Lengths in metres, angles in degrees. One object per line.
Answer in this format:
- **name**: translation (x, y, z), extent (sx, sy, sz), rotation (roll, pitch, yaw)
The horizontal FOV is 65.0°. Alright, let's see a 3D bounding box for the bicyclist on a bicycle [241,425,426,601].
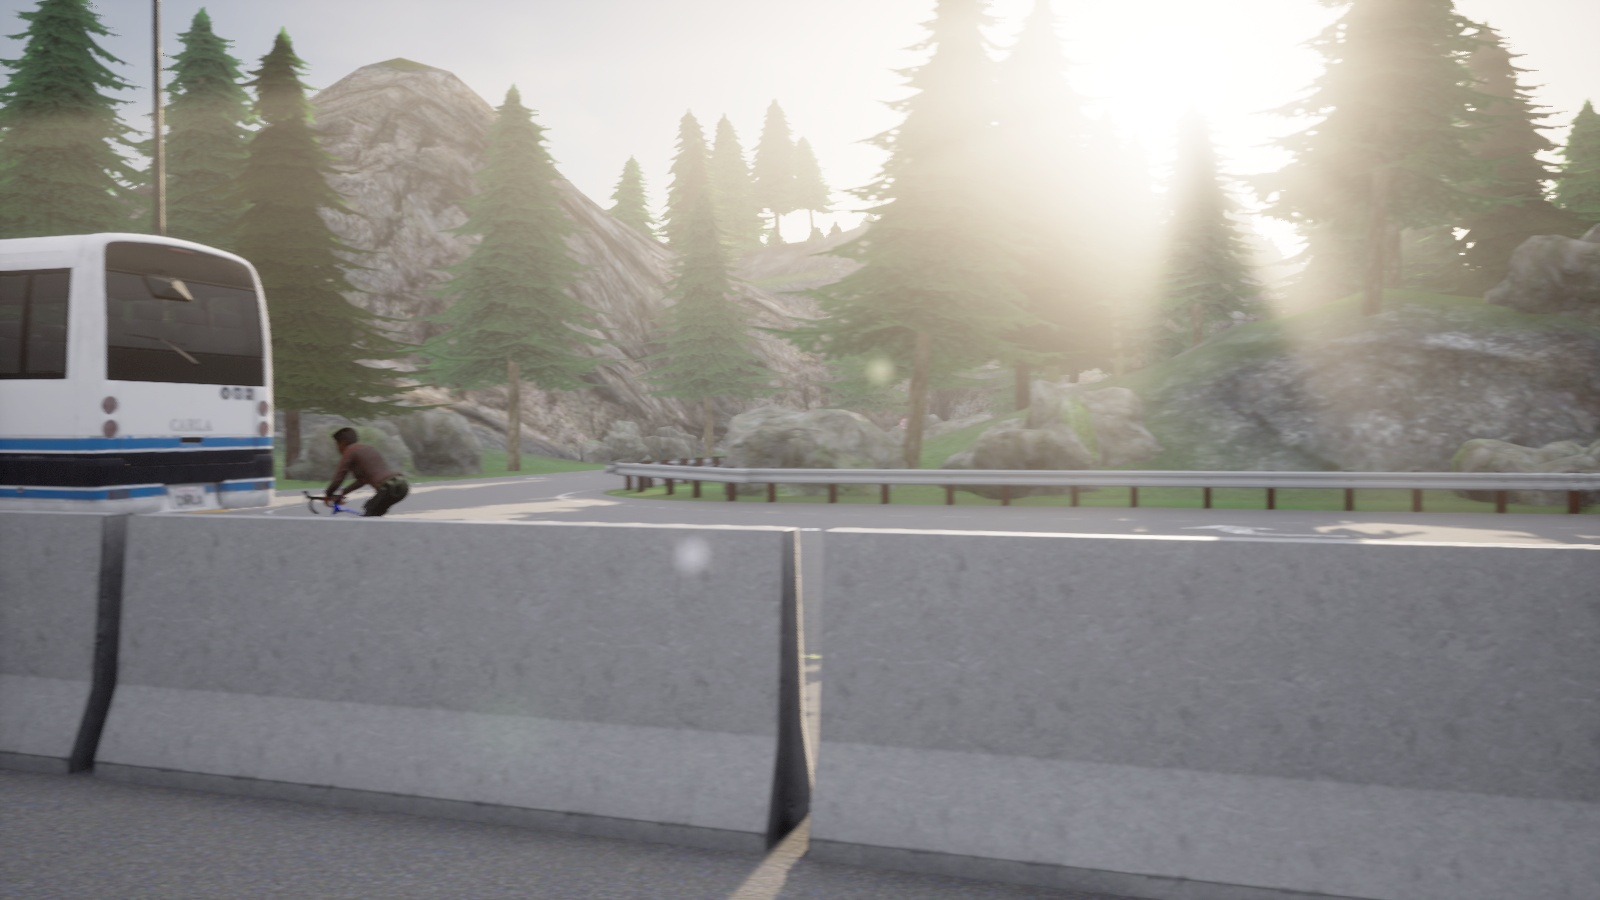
- **bicyclist on a bicycle**: translation (-4.488, 0.574, 12.077), extent (1.656, 1.620, 0.582), rotation (0, 1, 18)

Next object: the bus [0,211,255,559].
- **bus**: translation (-13.789, -0.892, 18.851), extent (10.273, 4.253, 3.944), rotation (1, 1, 18)
